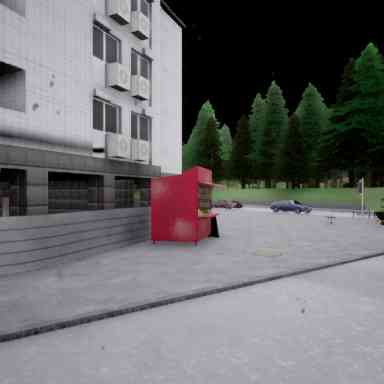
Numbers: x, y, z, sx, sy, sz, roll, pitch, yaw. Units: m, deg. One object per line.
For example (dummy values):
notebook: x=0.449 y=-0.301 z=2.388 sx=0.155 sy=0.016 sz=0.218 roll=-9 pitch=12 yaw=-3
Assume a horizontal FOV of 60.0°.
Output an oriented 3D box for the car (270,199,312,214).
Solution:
car: x=10.543 y=1.526 z=35.685 sx=1.812 sy=1.442 sz=4.674 roll=0 pitch=0 yaw=-36

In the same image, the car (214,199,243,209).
car: x=4.756 y=1.563 z=43.783 sx=1.994 sy=1.385 sz=4.181 roll=0 pitch=0 yaw=-35
